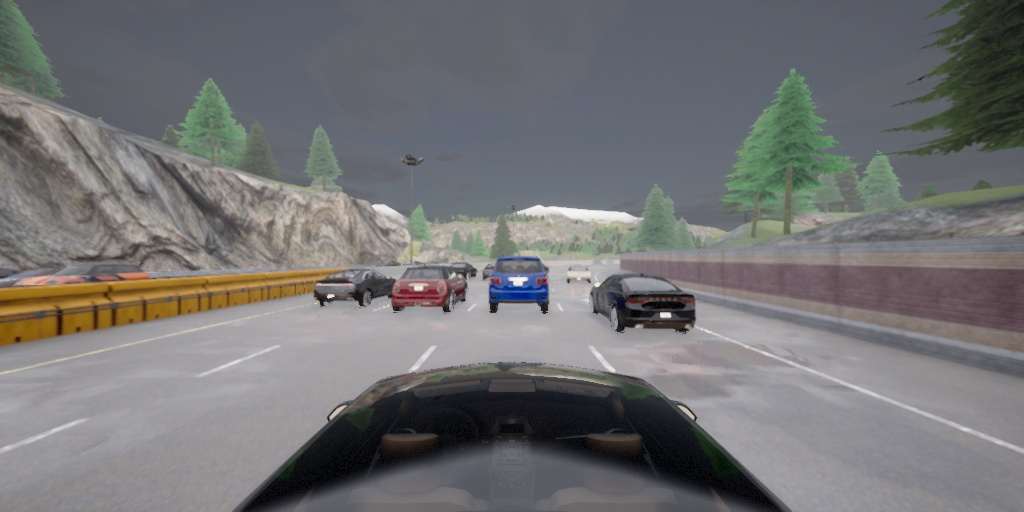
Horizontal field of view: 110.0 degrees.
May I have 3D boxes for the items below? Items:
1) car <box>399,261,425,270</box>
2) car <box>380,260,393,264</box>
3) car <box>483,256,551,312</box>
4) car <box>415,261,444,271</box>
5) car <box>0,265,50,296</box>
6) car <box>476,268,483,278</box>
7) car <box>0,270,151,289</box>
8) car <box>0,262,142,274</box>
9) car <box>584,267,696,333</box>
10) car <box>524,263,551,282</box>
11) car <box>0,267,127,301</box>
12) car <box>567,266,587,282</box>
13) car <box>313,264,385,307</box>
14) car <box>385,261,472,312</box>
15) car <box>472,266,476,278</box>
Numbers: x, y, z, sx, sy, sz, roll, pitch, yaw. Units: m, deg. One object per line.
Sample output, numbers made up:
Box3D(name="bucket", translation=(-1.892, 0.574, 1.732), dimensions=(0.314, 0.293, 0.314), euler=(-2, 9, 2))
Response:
Box3D(name="car", translation=(-16.211, 1.495, 58.444), dimensions=(1.812, 1.442, 4.674), euler=(0, 0, 19))
Box3D(name="car", translation=(-20.012, 1.472, 58.029), dimensions=(1.837, 1.490, 4.892), euler=(0, 0, 18))
Box3D(name="car", translation=(0.340, 1.021, 14.610), dimensions=(2.150, 2.045, 5.566), euler=(0, 0, 3))
Box3D(name="car", translation=(-13.010, 1.512, 57.084), dimensions=(2.033, 1.411, 5.357), euler=(0, 0, 19))
Box3D(name="car", translation=(-27.631, 1.289, 18.150), dimensions=(1.882, 1.535, 5.008), euler=(0, 0, 4))
Box3D(name="car", translation=(-1.267, 1.357, 31.386), dimensions=(2.128, 1.511, 4.902), euler=(0, 0, 10))
Box3D(name="car", translation=(-17.370, 1.398, 14.309), dimensions=(1.895, 1.301, 4.718), euler=(0, 0, 3))
Box3D(name="car", translation=(-20.659, 1.162, 17.511), dimensions=(2.097, 1.767, 4.553), euler=(0, 0, 4))
Box3D(name="car", translation=(3.703, 1.264, 10.989), dimensions=(1.882, 1.535, 5.008), euler=(0, 0, 1))
Box3D(name="car", translation=(2.302, 1.371, 31.484), dimensions=(1.837, 1.490, 4.892), euler=(0, 0, 10))
Box3D(name="car", translation=(-24.123, 1.362, 18.768), dimensions=(2.033, 1.411, 5.357), euler=(0, 0, 4))
Box3D(name="car", translation=(5.533, 1.461, 29.836), dimensions=(1.895, 1.301, 4.718), euler=(0, 0, 9))
Box3D(name="car", translation=(-6.585, 1.295, 15.691), dimensions=(2.128, 1.511, 4.902), euler=(0, 0, 3))
Box3D(name="car", translation=(-3.137, 1.152, 14.558), dimensions=(2.097, 1.767, 4.553), euler=(0, 0, 3))
Box3D(name="car", translation=(-4.537, 1.349, 32.947), dimensions=(1.882, 1.535, 5.008), euler=(0, 0, 10))
